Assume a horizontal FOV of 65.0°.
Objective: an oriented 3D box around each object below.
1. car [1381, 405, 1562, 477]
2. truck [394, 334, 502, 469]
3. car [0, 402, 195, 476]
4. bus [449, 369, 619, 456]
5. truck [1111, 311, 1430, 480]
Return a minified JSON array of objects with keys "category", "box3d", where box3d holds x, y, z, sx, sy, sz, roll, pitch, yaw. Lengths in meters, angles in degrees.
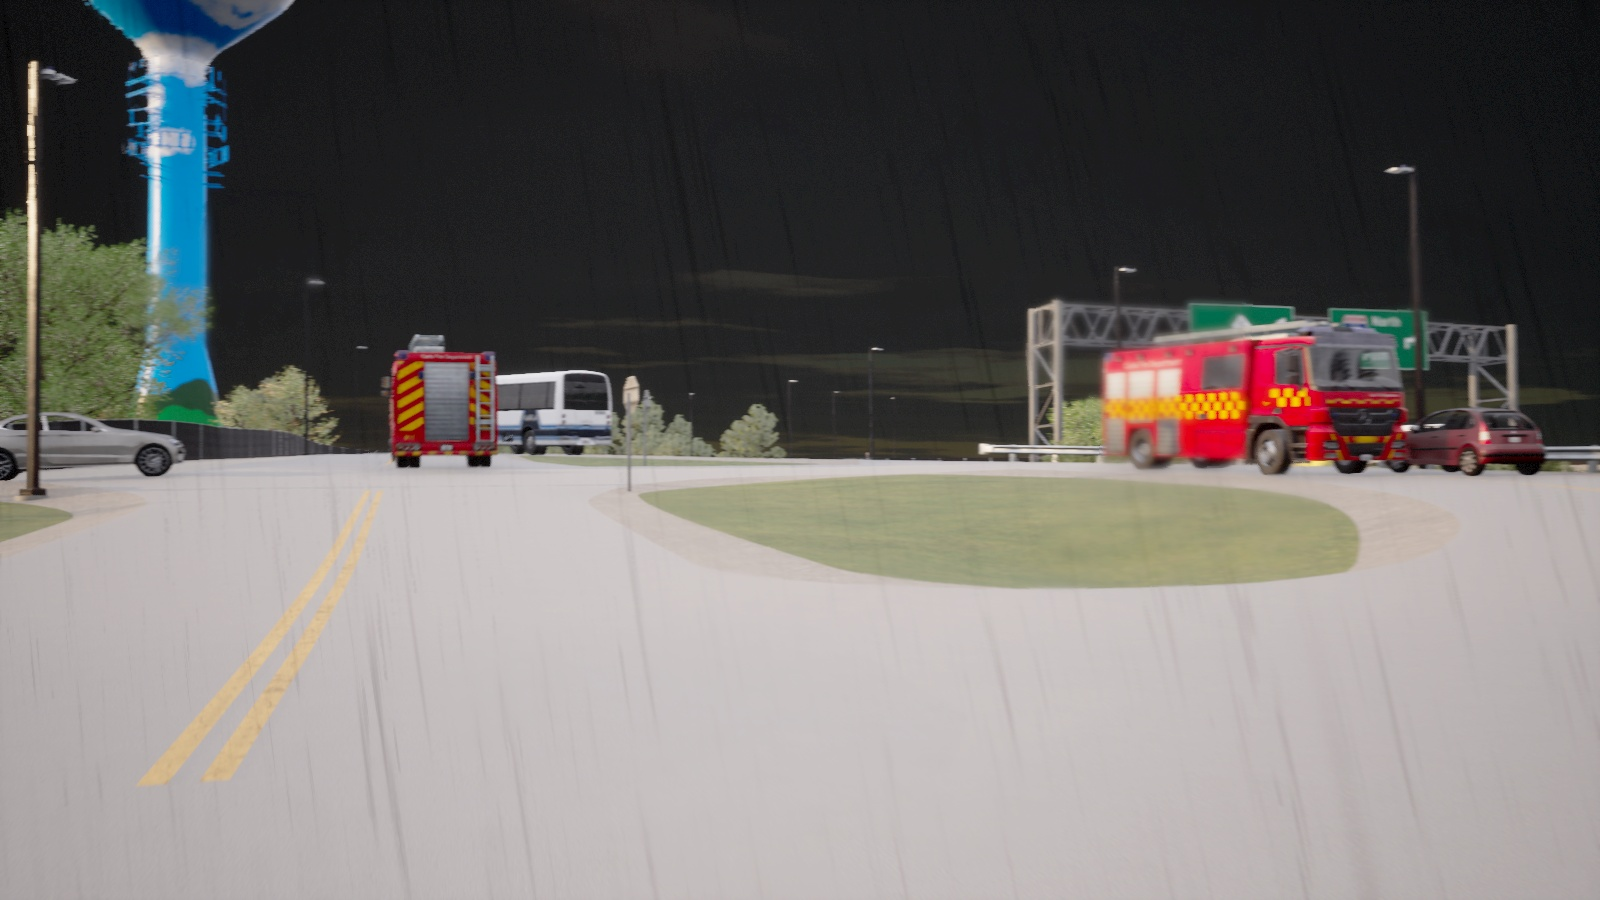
[{"category":"car","box3d":[16.241,-0.229,30.622,1.851,1.617,3.988,0,1,-9]},{"category":"truck","box3d":[-11.339,-1.471,39.925,2.891,3.827,8.468,0,1,-19]},{"category":"car","box3d":[-17.780,-0.279,30.921,5.027,1.651,2.152,-2,1,-28]},{"category":"bus","box3d":[-14.260,-1.874,66.493,3.944,4.253,10.273,0,1,-44]},{"category":"truck","box3d":[11.875,-1.302,32.853,2.891,3.827,8.468,0,1,-21]}]
